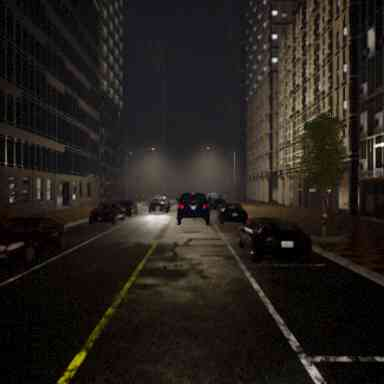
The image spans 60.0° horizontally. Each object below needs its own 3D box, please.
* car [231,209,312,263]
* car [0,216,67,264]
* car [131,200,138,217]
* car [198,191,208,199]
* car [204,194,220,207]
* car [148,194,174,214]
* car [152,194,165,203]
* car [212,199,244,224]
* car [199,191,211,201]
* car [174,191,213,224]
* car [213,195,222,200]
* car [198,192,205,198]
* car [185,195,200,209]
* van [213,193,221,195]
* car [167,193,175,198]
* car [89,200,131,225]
[{"bbox_3d":[2.684,1.492,11.443,1.947,1.339,4.313,0,0,0],"label":"car"},{"bbox_3d":[-5.697,1.507,11.444,1.802,1.307,4.206,0,0,0],"label":"car"},{"bbox_3d":[-5.709,1.378,28.521,1.947,1.339,4.313,0,0,0],"label":"car"},{"bbox_3d":[2.637,0.748,79.746,2.192,1.841,5.009,0,0,0],"label":"car"},{"bbox_3d":[2.660,1.132,45.595,1.967,1.590,4.097,0,0,0],"label":"car"},{"bbox_3d":[-3.121,1.274,32.711,2.128,1.511,4.902,0,0,0],"label":"car"},{"bbox_3d":[-5.729,1.134,56.813,1.752,1.417,4.829,0,0,0],"label":"car"},{"bbox_3d":[2.676,1.417,22.827,1.947,1.339,4.313,0,0,0],"label":"car"},{"bbox_3d":[2.645,0.836,68.362,2.192,1.841,5.009,0,0,0],"label":"car"},{"bbox_3d":[0.083,1.067,23.509,2.150,2.045,5.566,0,0,0],"label":"car"},{"bbox_3d":[2.668,1.339,34.211,1.947,1.339,4.313,0,0,0],"label":"car"},{"bbox_3d":[2.627,0.866,91.301,1.752,1.417,4.829,0,0,0],"label":"car"},{"bbox_3d":[0.069,1.227,41.532,1.837,1.490,4.892,0,1,0],"label":"car"},{"bbox_3d":[2.664,1.074,39.903,1.690,1.788,3.998,0,0,0],"label":"van"},{"bbox_3d":[-5.754,0.907,91.138,1.947,1.339,4.313,0,0,0],"label":"car"},{"bbox_3d":[-5.705,1.395,22.829,1.887,1.381,4.507,0,0,0],"label":"car"}]
